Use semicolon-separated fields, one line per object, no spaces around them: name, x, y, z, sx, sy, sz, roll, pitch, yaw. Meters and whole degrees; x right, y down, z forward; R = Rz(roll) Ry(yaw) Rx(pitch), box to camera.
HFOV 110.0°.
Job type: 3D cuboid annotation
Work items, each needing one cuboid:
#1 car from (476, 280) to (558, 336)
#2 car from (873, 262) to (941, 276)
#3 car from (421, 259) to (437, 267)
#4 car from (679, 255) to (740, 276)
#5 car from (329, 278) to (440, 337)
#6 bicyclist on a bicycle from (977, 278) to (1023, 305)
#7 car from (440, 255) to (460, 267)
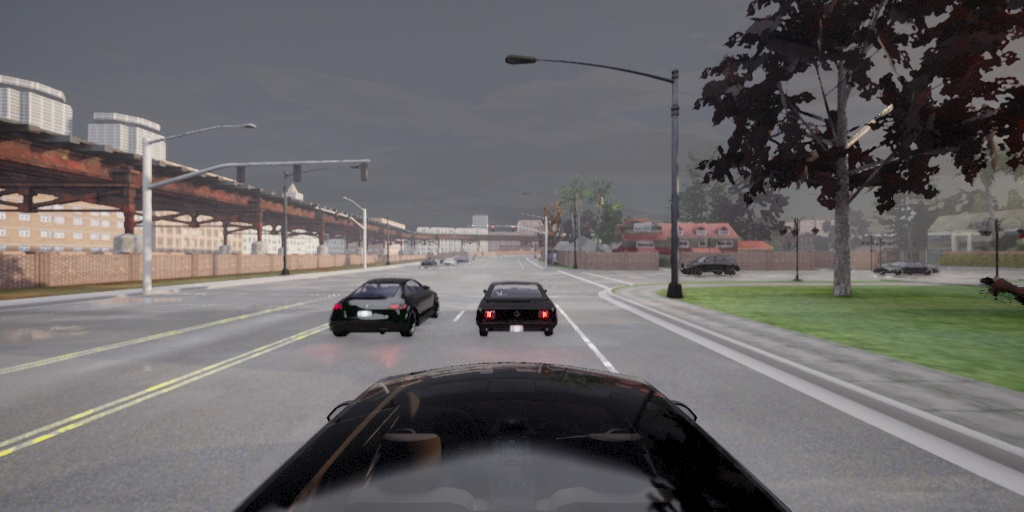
car;0.092;1.345;10.281;1.895;1.301;4.718;0;0;0
car;39.886;1.275;36.261;5.357;1.411;2.033;0;0;-2
car;-14.064;1.150;60.764;1.895;1.301;4.718;0;1;0
car;19.679;0.948;35.818;5.566;2.045;2.150;0;0;-2
car;-3.400;1.308;10.317;1.994;1.385;4.181;0;0;0
bicyclist on a bicycle;15.126;1.152;10.907;1.620;0.582;1.656;30;3;-10
car;-10.561;1.067;61.108;1.812;1.442;4.674;0;1;0
